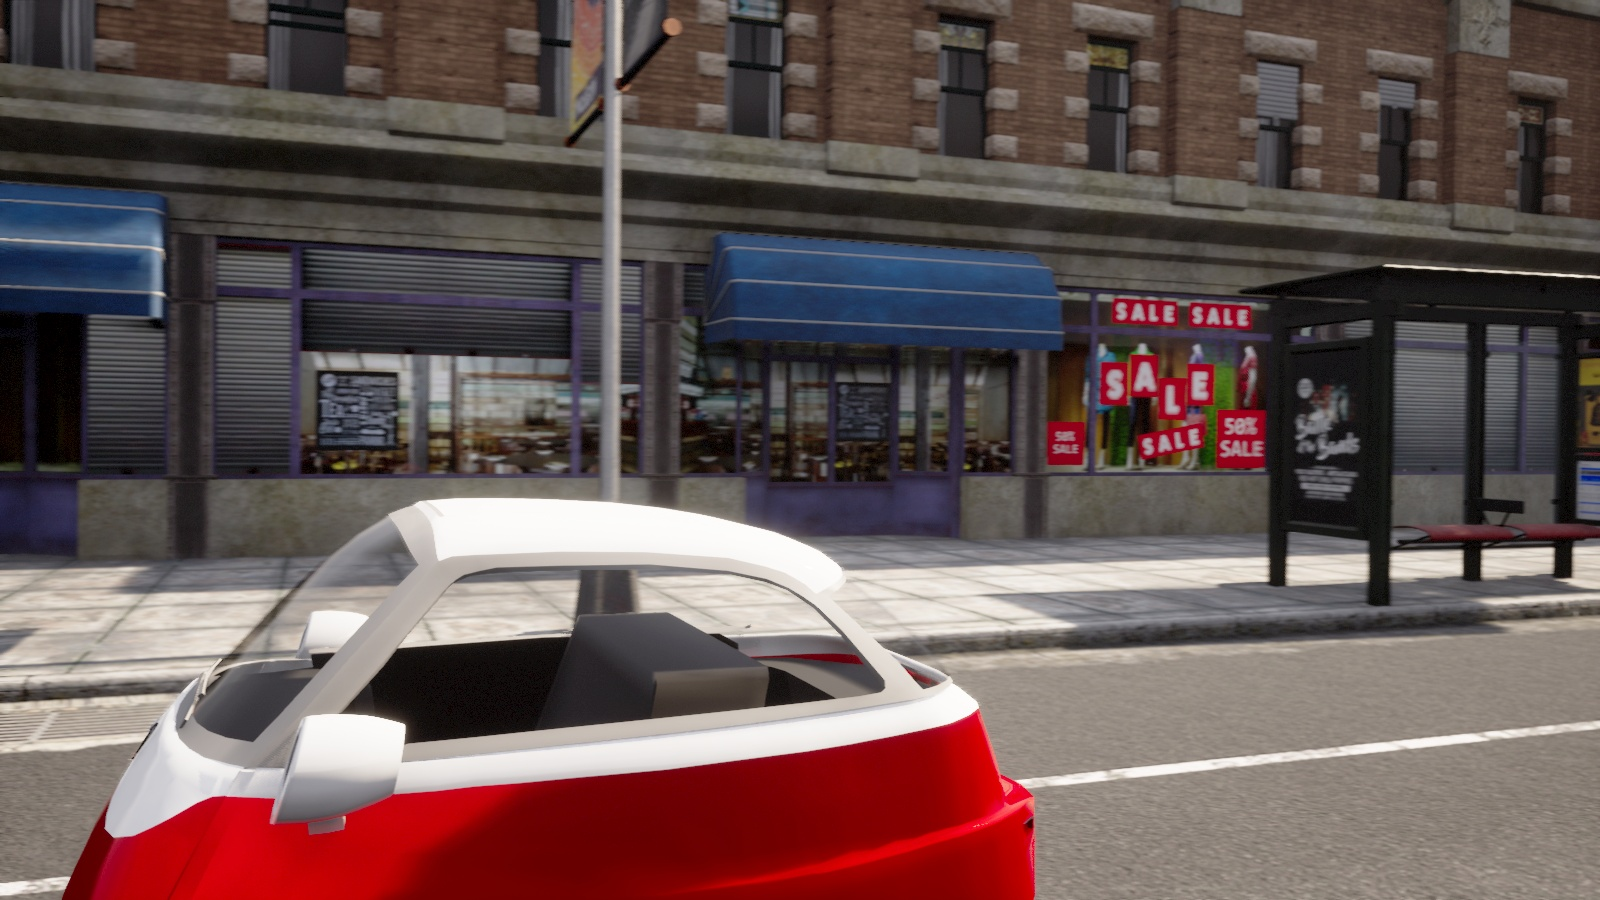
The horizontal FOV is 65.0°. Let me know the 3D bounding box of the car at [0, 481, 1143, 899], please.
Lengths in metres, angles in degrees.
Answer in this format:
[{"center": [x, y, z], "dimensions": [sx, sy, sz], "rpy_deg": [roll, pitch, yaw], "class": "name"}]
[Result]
[{"center": [-0.549, 0.809, 3.032], "dimensions": [2.207, 1.376, 1.481], "rpy_deg": [-1, 1, -21], "class": "car"}]
